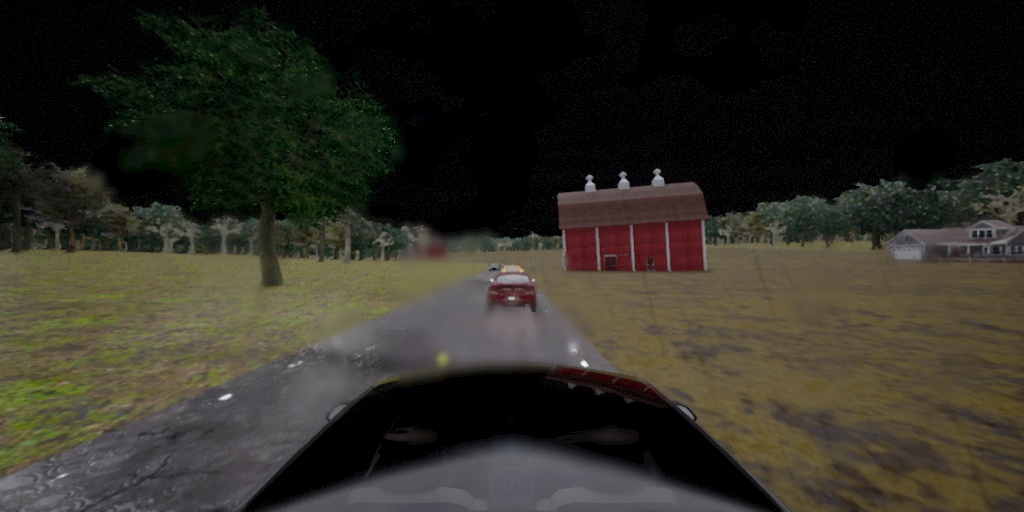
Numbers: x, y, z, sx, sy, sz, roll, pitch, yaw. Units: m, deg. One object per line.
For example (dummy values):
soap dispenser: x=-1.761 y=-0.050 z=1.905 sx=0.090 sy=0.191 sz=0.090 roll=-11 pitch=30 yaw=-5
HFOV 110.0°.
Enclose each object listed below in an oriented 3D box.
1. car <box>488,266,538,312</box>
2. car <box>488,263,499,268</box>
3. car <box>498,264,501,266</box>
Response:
car: x=0.047 y=1.395 z=15.318 sx=1.882 sy=1.535 sz=5.008 roll=0 pitch=0 yaw=0
car: x=-2.825 y=1.874 z=59.709 sx=1.837 sy=1.490 sz=4.892 roll=0 pitch=0 yaw=1
car: x=0.040 y=1.569 z=30.339 sx=1.882 sy=1.535 sz=5.008 roll=0 pitch=0 yaw=0
